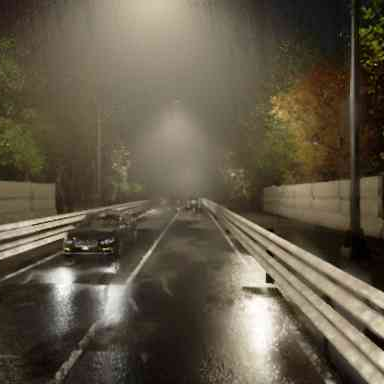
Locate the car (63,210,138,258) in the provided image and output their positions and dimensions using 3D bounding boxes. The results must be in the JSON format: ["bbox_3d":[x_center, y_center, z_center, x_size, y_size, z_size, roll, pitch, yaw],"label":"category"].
[{"bbox_3d":[-3.287,1.487,12.724,1.837,1.490,4.892,0,0,0],"label":"car"}]

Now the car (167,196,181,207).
[{"bbox_3d":[-3.003,1.536,55.715,2.097,1.767,4.553,0,-1,1],"label":"car"}]

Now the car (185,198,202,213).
[{"bbox_3d":[0.205,1.620,37.958,1.895,1.301,4.718,0,0,0],"label":"car"}]
